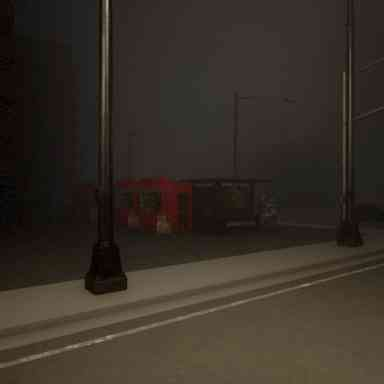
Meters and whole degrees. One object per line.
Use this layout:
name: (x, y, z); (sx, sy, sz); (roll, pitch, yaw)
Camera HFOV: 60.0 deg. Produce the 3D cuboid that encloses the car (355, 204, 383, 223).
car: (13.116, 1.591, 23.885); (1.812, 1.442, 4.674); (0, 0, -36)
